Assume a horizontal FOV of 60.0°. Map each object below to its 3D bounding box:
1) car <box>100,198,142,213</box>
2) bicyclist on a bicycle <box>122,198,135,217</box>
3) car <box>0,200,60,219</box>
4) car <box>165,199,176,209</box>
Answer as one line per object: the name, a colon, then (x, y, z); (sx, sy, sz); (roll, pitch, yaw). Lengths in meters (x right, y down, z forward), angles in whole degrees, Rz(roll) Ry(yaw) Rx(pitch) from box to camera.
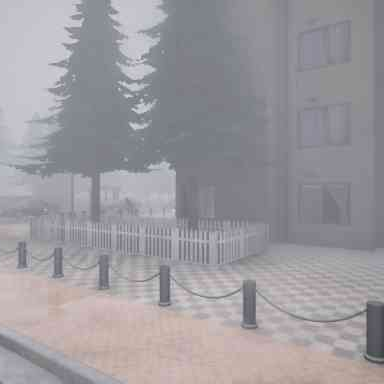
car: (-7.825, 1.462, 36.946); (1.882, 1.535, 5.008); (0, 0, 37)
bicyclist on a bicycle: (-5.345, 1.285, 27.851); (1.656, 1.620, 0.582); (0, 0, 37)
car: (-13.951, 1.476, 28.893); (2.128, 1.511, 4.902); (0, 0, 37)
car: (-1.612, 1.510, 45.076); (1.812, 1.442, 4.674); (0, 0, 37)
